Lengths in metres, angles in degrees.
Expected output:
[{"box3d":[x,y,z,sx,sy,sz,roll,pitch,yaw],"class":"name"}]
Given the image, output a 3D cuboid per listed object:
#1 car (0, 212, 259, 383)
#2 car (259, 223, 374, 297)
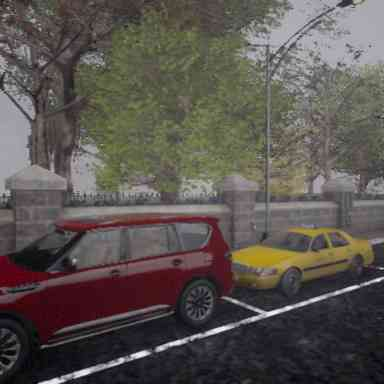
[{"box3d":[-1.508,1.314,5.480,5.009,1.841,2.192,0,0,-36],"class":"car"},{"box3d":[2.861,1.522,8.599,4.829,1.417,1.752,0,0,-36],"class":"car"}]
